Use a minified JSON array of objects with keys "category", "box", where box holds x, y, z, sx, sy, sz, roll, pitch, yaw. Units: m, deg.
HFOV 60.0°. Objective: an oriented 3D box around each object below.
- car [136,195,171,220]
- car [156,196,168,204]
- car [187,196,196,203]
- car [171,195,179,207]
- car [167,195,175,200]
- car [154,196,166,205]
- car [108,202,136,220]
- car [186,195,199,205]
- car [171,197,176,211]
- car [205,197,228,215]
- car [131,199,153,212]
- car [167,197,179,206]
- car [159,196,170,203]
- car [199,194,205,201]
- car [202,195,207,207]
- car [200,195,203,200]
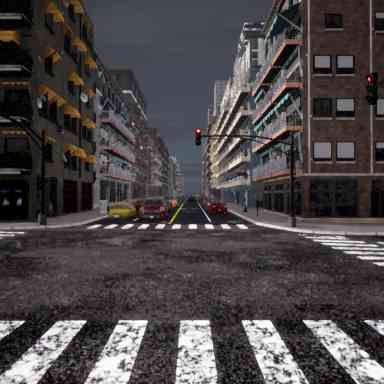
[{"category":"car","box":[-3.166,1.359,28.084,2.097,1.767,4.553,0,0,-1]},{"category":"car","box":[-5.902,1.572,66.665,2.008,1.369,4.403,1,0,0]},{"category":"car","box":[-0.151,1.623,70.025,1.895,1.301,4.718,0,0,0]},{"category":"car","box":[-3.246,1.365,47.366,2.097,1.767,4.553,0,0,0]},{"category":"car","box":[-5.992,1.587,94.282,2.008,1.369,4.403,1,0,0]},{"category":"car","box":[-5.883,1.543,60.972,1.752,1.417,4.829,1,0,0]},{"category":"car","box":[-5.773,1.532,27.831,1.752,1.417,4.829,1,0,0]},{"category":"car","box":[-0.091,1.520,58.131,1.837,1.490,4.892,0,0,0]},{"category":"car","box":[-3.224,1.557,37.576,2.033,1.411,5.357,0,0,0]},{"category":"car","box":[2.588,1.553,33.538,1.887,1.381,4.507,1,0,0]},{"category":"car","box":[-5.811,1.554,39.048,1.887,1.381,4.507,1,0,0]},{"category":"car","box":[-3.249,1.617,57.224,1.895,1.301,4.718,0,0,0]},{"category":"car","box":[-5.920,1.568,72.189,1.887,1.381,4.507,1,0,0]},{"category":"car","box":[2.732,1.380,81.851,2.097,1.767,4.553,0,0,0]},{"category":"car","box":[2.571,1.450,39.062,1.967,1.590,4.097,1,0,0]},{"category":"car","box":[2.533,1.596,50.108,1.802,1.307,4.206,1,0,0]}]
